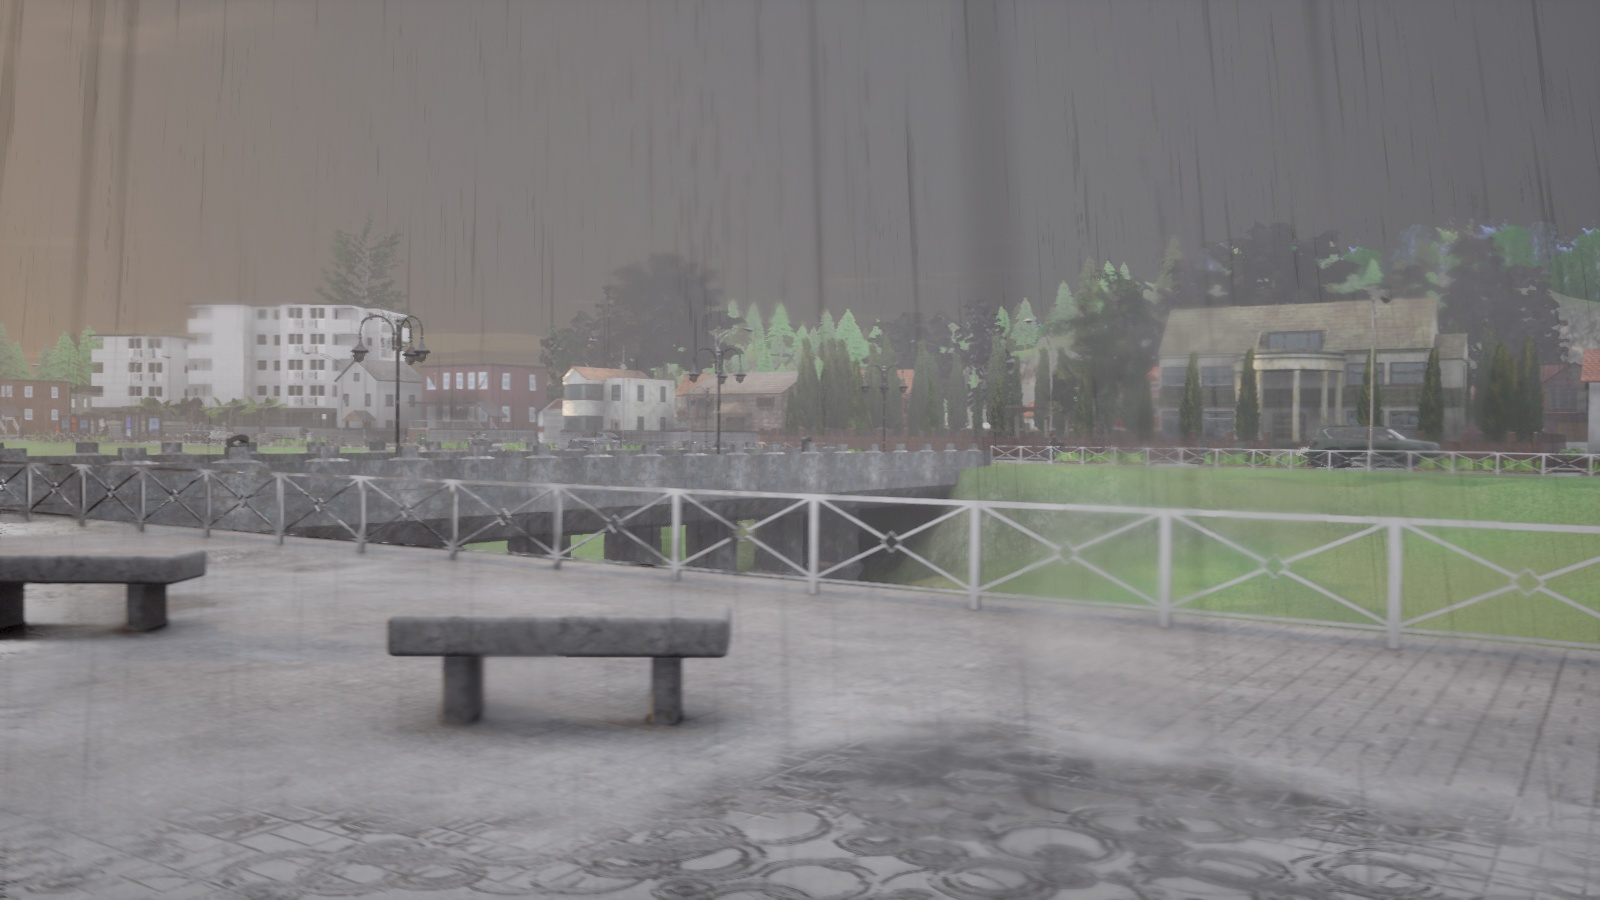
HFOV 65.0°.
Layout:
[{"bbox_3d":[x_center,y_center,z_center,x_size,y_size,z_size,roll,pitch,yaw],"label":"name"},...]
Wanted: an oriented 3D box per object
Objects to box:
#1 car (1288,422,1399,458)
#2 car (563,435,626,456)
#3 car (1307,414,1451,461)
[{"bbox_3d":[26.278,-0.493,60.788,4.611,1.667,2.242,0,1,34],"label":"car"},{"bbox_3d":[-14.399,-0.323,87.796,4.193,1.474,1.816,0,1,34],"label":"car"},{"bbox_3d":[25.890,-0.552,56.241,5.566,2.045,2.150,0,1,34],"label":"car"}]
